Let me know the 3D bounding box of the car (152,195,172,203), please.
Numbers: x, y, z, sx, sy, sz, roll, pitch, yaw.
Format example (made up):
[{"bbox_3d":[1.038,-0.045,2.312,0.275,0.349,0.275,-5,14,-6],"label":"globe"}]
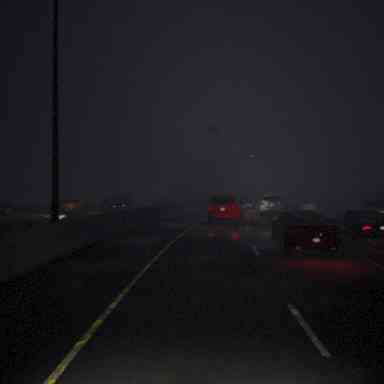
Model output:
[{"bbox_3d":[-6.144,1.431,68.934,2.128,1.511,4.902,0,0,19],"label":"car"}]

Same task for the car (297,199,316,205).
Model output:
[{"bbox_3d":[12.412,1.519,36.042,1.812,1.442,4.674,0,0,16],"label":"car"}]

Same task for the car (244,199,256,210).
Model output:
[{"bbox_3d":[6.835,1.577,41.781,1.895,1.301,4.718,0,0,17],"label":"car"}]

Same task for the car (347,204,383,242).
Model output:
[{"bbox_3d":[8.273,1.550,16.329,2.033,1.411,5.357,0,0,8],"label":"car"}]

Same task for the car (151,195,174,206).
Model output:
[{"bbox_3d":[-3.835,1.516,43.462,1.994,1.385,4.181,0,0,17],"label":"car"}]

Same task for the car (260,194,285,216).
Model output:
[{"bbox_3d":[7.837,1.208,32.585,2.150,2.045,5.566,0,0,14],"label":"car"}]

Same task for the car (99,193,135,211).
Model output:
[{"bbox_3d":[-8.700,1.167,39.207,2.150,2.045,5.566,0,0,15],"label":"car"}]

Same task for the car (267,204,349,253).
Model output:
[{"bbox_3d":[4.480,1.474,13.724,1.882,1.535,5.008,0,0,6],"label":"car"}]

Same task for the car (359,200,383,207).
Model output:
[{"bbox_3d":[13.211,1.357,24.456,2.097,1.767,4.553,0,0,11],"label":"car"}]

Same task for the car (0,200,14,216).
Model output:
[{"bbox_3d":[-18.065,1.440,29.528,1.837,1.490,4.892,0,0,11],"label":"car"}]

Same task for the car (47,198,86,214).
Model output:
[{"bbox_3d":[-13.247,1.418,35.391,1.882,1.535,5.008,0,0,14],"label":"car"}]

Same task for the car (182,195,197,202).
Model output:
[{"bbox_3d":[-0.555,1.427,74.272,2.033,1.411,5.357,0,0,19],"label":"car"}]

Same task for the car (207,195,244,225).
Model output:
[{"bbox_3d":[2.442,1.204,24.121,2.150,2.045,5.566,0,0,10],"label":"car"}]
